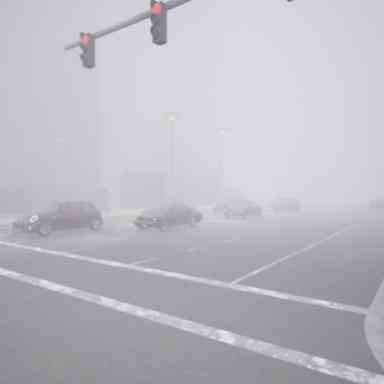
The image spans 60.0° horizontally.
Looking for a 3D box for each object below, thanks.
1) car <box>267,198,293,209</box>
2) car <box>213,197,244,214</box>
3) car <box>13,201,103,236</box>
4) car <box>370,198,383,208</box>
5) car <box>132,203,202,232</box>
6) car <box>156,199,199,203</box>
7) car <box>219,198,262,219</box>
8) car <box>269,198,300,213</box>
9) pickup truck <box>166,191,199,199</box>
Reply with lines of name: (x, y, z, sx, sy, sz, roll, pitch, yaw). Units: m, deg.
car: (12.004, 1.515, 45.212, 1.994, 1.385, 4.181, 0, 0, 36)
car: (4.044, 1.302, 33.995, 2.097, 1.767, 4.553, 0, 0, 35)
car: (-7.198, 1.300, 18.172, 2.097, 1.767, 4.553, 0, 0, 37)
car: (26.936, 1.586, 47.948, 1.895, 1.301, 4.718, 0, 0, 35)
car: (-1.386, 1.561, 20.202, 1.895, 1.301, 4.718, 0, 0, 35)
car: (-1.679, 1.496, 25.871, 2.033, 1.411, 5.357, 0, 0, 35)
car: (4.466, 1.486, 28.504, 1.812, 1.442, 4.674, 0, 0, 35)
car: (10.649, 1.466, 37.273, 1.837, 1.490, 4.892, 0, 0, 36)
pickup truck: (-2.098, 0.966, 47.901, 6.274, 2.098, 2.390, 0, 0, -24)
